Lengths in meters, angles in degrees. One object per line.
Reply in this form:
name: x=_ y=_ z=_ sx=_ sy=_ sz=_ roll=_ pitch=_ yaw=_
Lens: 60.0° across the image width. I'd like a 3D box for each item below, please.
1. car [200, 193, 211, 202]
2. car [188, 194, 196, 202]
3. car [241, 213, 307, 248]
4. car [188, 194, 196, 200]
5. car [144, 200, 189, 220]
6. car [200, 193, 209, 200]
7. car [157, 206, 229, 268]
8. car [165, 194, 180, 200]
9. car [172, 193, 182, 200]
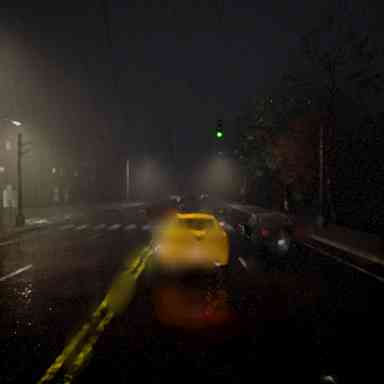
car: x=3.255 y=1.422 z=75.937 sx=2.128 sy=1.511 sz=4.902 roll=0 pitch=0 yaw=0
car: x=0.005 y=1.397 z=75.938 sx=1.837 sy=1.490 sz=4.892 roll=0 pitch=0 yaw=0
car: x=3.352 y=1.585 z=14.580 sx=1.895 sy=1.301 sz=4.718 roll=0 pitch=0 yaw=0
car: x=0.007 y=1.200 z=86.356 sx=1.882 sy=1.535 sz=5.008 roll=0 pitch=0 yaw=0
car: x=-2.180 y=1.536 z=25.556 sx=1.994 sy=1.385 sz=4.181 roll=0 pitch=0 yaw=-29
car: x=3.257 y=1.078 z=86.326 sx=2.097 sy=1.767 sz=4.553 roll=0 pitch=0 yaw=0
car: x=0.101 y=1.465 z=11.209 sx=1.882 sy=1.535 sz=5.008 roll=0 pitch=0 yaw=0
car: x=-3.311 y=1.501 z=52.568 sx=1.994 sy=1.385 sz=4.181 roll=0 pitch=0 yaw=0
car: x=-3.245 y=1.136 z=67.762 sx=2.150 sy=2.045 sz=5.566 roll=0 pitch=1 yaw=0
